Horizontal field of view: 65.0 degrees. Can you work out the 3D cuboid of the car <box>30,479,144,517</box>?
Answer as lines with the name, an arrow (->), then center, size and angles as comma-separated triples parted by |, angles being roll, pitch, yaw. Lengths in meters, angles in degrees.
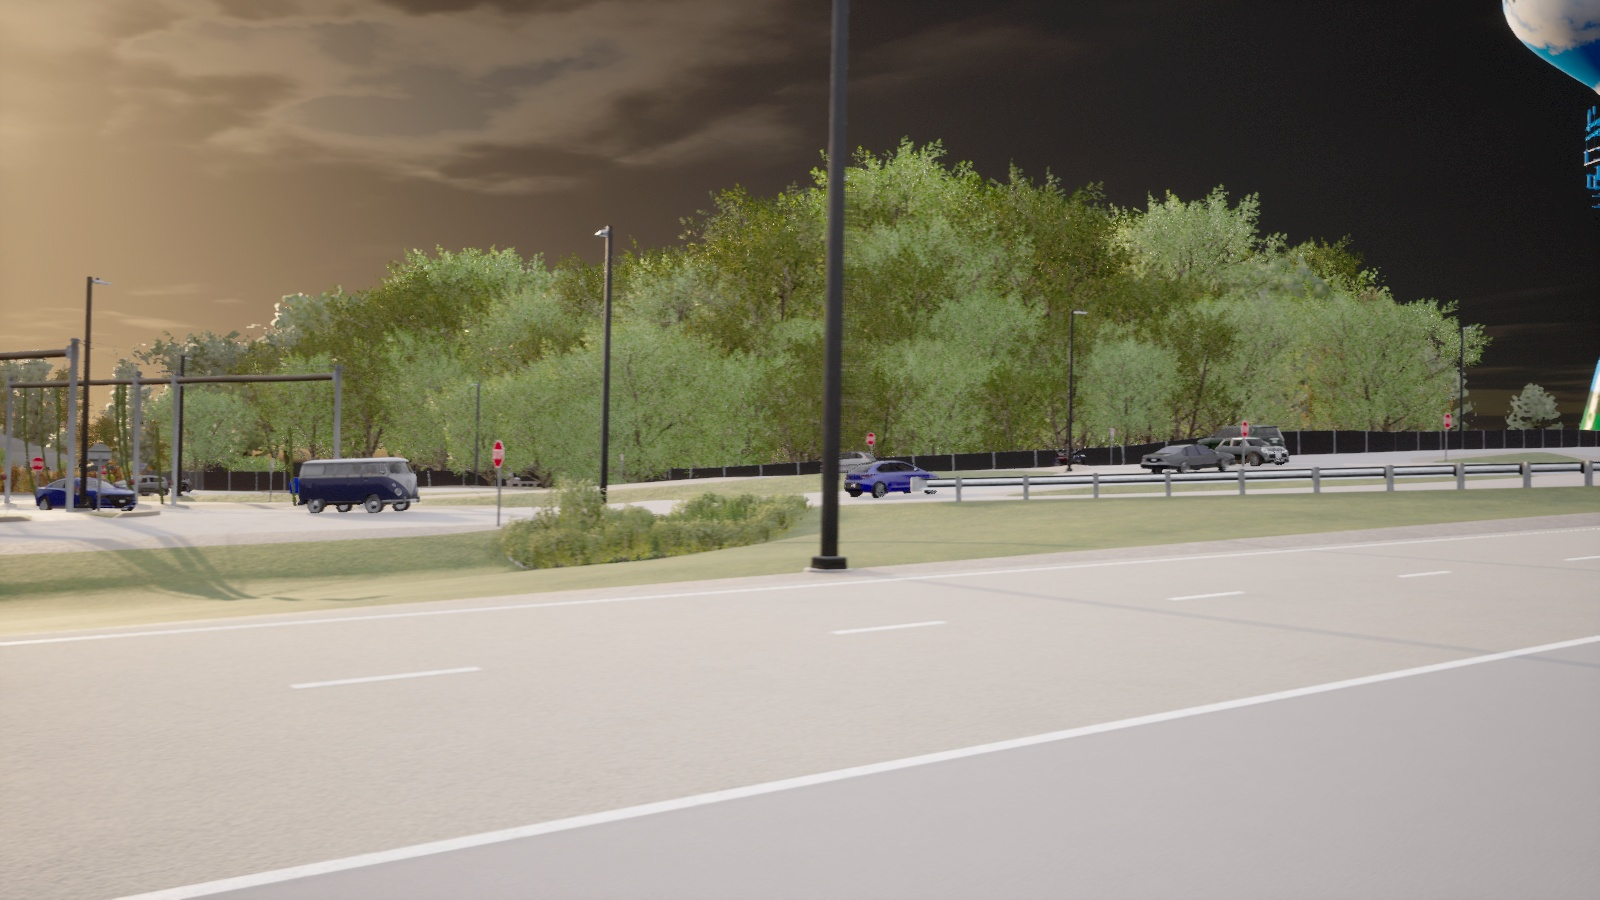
car -> -30.224, 2.030, 53.183 | 5.008, 1.535, 1.882 | -2, -2, 29

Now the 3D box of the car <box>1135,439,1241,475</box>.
car -> 19.024, 0.323, 61.519 | 5.357, 1.411, 2.033 | -4, 2, -34

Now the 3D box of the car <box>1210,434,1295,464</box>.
car -> 23.552, -0.058, 65.488 | 1.970, 1.475, 3.806 | -3, 1, -25

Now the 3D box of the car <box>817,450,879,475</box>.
car -> 3.458, 0.895, 90.550 | 3.988, 1.617, 1.851 | -3, -2, 27

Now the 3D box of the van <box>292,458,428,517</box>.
van -> -15.865, 1.347, 45.297 | 4.442, 1.987, 1.775 | -2, -1, 20

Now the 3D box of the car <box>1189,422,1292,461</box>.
car -> 24.889, -0.475, 71.219 | 2.150, 2.045, 5.566 | -2, 1, -25

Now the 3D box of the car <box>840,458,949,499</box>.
car -> 3.886, 1.127, 51.251 | 4.193, 1.474, 1.816 | -2, 1, -35

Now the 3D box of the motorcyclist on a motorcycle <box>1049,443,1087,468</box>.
motorcyclist on a motorcycle -> 17.027, 0.363, 79.918 | 2.191, 1.530, 0.866 | -3, -3, 43
